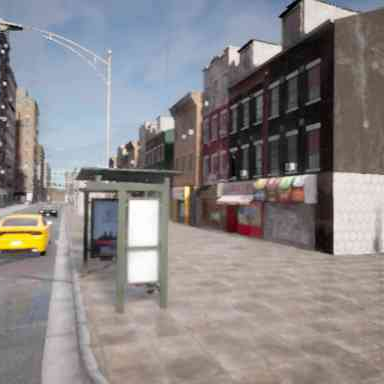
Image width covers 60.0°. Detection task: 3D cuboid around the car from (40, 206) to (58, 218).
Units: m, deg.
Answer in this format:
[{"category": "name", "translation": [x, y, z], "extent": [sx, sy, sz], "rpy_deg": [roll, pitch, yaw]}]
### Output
[{"category": "car", "translation": [-16.235, 2.197, 37.708], "extent": [1.895, 1.301, 4.718], "rpy_deg": [1, -1, -21]}]

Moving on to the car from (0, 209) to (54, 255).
[{"category": "car", "translation": [-7.032, 1.682, 13.944], "extent": [1.882, 1.535, 5.008], "rpy_deg": [1, -1, -21]}]
